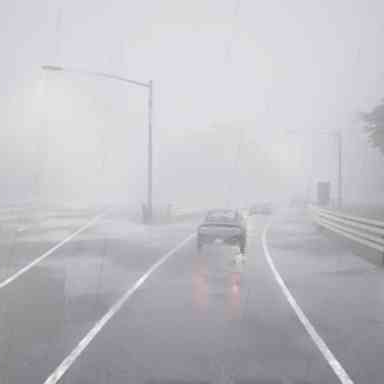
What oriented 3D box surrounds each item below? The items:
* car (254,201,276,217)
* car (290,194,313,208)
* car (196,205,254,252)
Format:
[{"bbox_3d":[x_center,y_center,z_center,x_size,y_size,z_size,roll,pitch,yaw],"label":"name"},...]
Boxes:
[{"bbox_3d":[6.906,1.606,32.422,1.994,1.385,4.181,0,0,23],"label":"car"},{"bbox_3d":[16.128,1.311,48.983,2.150,2.045,5.566,0,0,34],"label":"car"},{"bbox_3d":[1.385,1.504,14.017,2.128,1.511,4.902,0,0,11],"label":"car"}]
